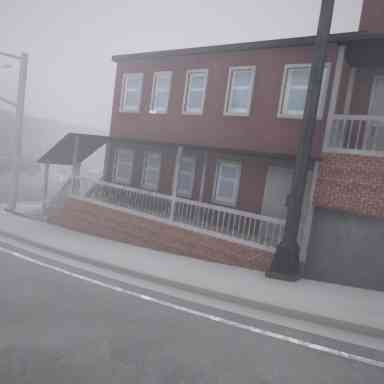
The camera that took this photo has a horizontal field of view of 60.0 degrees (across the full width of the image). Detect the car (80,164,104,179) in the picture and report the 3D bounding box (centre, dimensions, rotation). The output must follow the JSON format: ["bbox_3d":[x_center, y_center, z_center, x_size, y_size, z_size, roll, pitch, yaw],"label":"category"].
[{"bbox_3d":[-11.265,-2.496,42.849,1.882,1.535,5.008,11,7,36],"label":"car"}]

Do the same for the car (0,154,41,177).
[{"bbox_3d":[-18.028,-2.755,33.390,2.150,2.045,5.566,11,7,36],"label":"car"}]

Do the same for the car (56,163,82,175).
[{"bbox_3d":[-15.227,-3.034,43.274,1.837,1.490,4.892,11,6,35],"label":"car"}]
